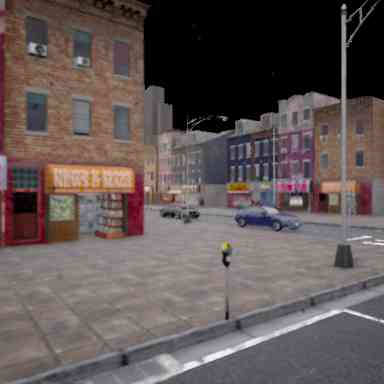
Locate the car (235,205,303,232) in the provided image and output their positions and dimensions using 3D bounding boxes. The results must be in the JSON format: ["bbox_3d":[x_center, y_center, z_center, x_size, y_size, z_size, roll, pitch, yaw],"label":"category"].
[{"bbox_3d":[4.643,1.570,20.818,1.812,1.442,4.674,0,0,-35],"label":"car"}]

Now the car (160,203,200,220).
[{"bbox_3d":[-1.098,1.619,28.879,1.994,1.385,4.181,0,0,-35],"label":"car"}]
